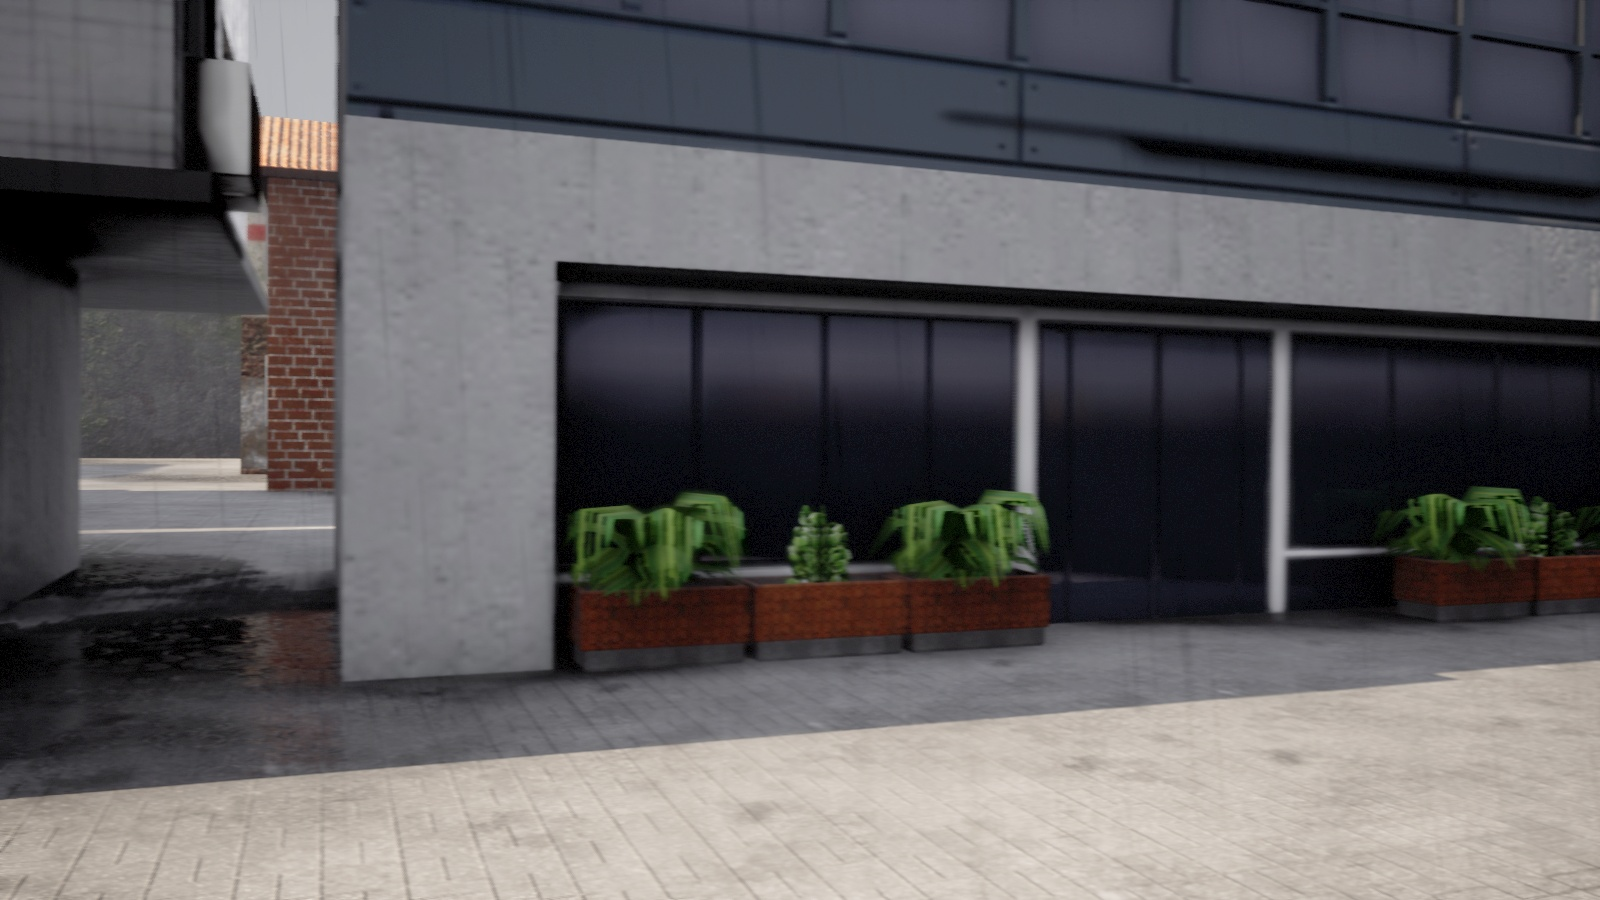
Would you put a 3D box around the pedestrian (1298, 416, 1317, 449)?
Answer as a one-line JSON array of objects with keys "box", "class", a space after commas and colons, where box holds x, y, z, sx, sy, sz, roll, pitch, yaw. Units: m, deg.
[{"box": [30.750, -1.067, 76.135, 0.659, 1.952, 0.873, -1, 1, -22], "class": "pedestrian"}]
